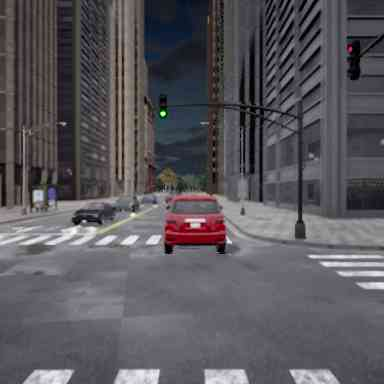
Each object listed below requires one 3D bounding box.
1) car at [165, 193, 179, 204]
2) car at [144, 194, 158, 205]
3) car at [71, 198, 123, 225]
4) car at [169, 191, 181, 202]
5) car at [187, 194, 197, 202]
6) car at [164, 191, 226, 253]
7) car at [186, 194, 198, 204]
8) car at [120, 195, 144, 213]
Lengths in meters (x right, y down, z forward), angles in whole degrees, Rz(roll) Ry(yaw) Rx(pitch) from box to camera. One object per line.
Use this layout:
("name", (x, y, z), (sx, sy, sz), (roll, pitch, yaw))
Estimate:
("car", (-3.239, 1.015, 55.035), (2.097, 1.767, 4.553), (0, 0, 0))
("car", (-6.543, 1.035, 51.428), (2.097, 1.767, 4.553), (0, 0, 1))
("car", (-6.590, 1.403, 23.044), (2.033, 1.411, 5.357), (0, 0, 0))
("car", (-3.236, 0.834, 65.279), (2.150, 2.045, 5.566), (0, 0, 0))
("car", (0.013, 1.153, 65.286), (2.033, 1.411, 5.357), (0, 0, 0))
("car", (0.106, 1.139, 13.382), (2.150, 2.045, 5.566), (0, 1, 0))
("car", (0.011, 1.167, 55.066), (1.837, 1.490, 4.892), (0, 0, 0))
("car", (-6.581, 1.140, 33.939), (2.097, 1.767, 4.553), (0, 0, -1))
